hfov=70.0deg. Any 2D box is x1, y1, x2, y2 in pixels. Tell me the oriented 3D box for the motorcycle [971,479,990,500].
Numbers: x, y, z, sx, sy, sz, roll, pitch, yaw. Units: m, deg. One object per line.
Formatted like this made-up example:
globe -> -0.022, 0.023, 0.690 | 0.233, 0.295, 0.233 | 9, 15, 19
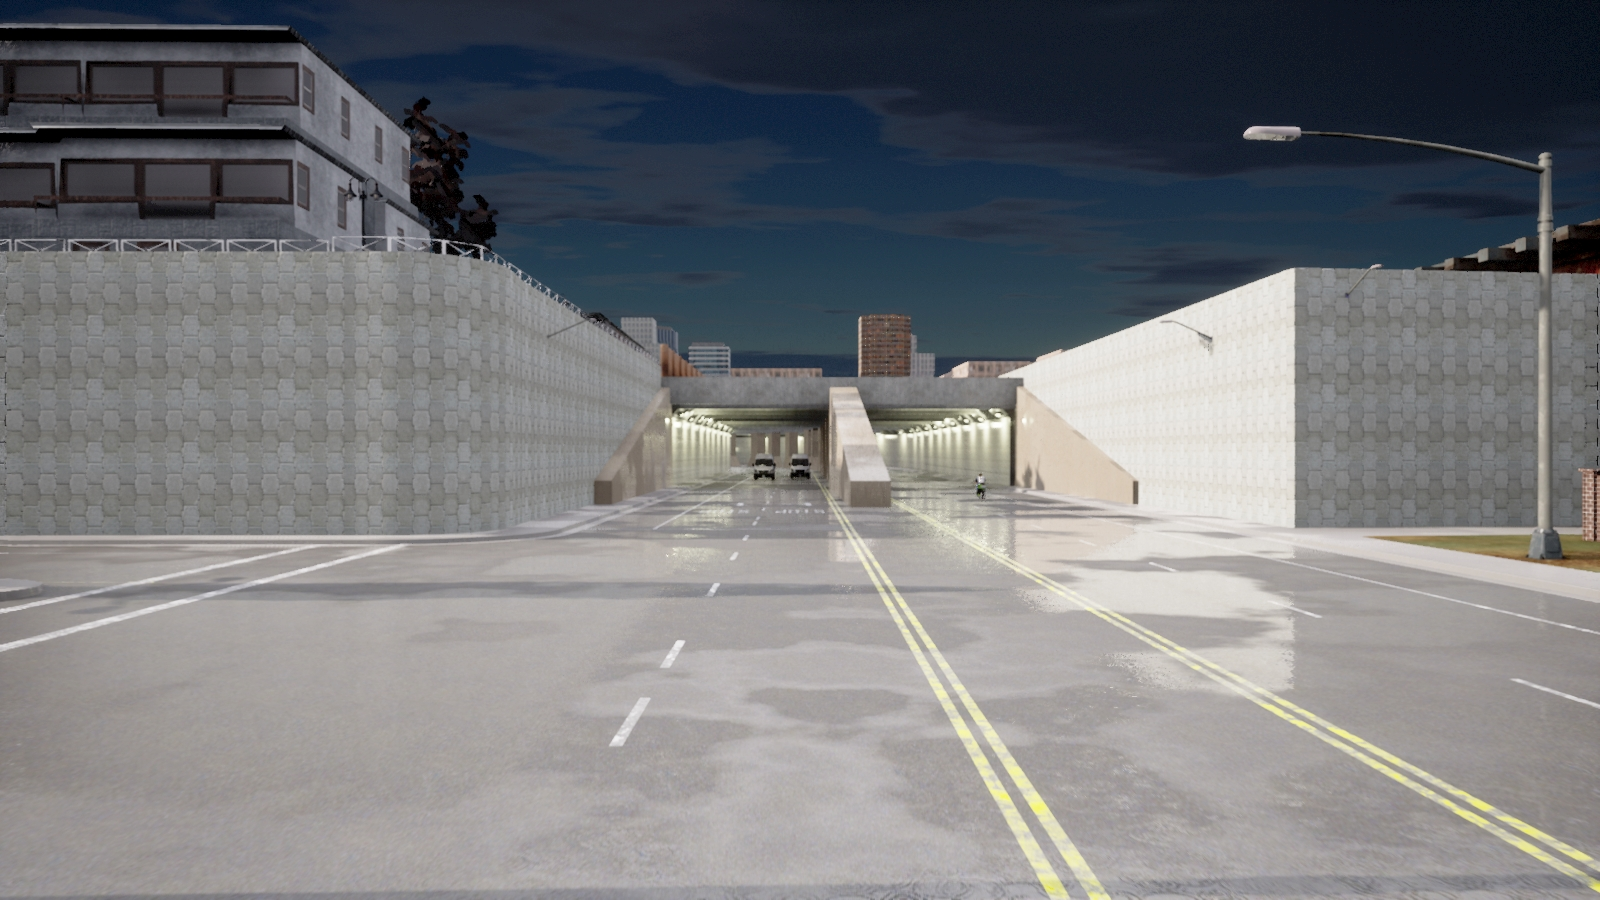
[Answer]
motorcycle -> 10.491, 2.278, 66.450 | 0.803, 1.145, 2.033 | 0, 0, 0
